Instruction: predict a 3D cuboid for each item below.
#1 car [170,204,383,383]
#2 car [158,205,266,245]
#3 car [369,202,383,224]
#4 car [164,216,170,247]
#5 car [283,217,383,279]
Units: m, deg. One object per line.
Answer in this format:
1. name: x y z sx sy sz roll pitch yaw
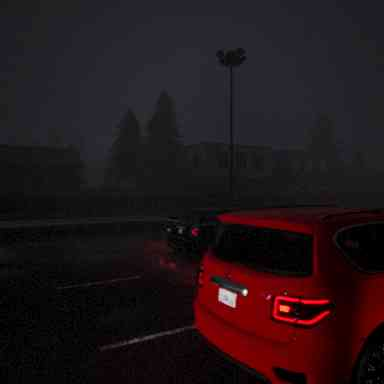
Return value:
1. car: 2.682 1.223 4.963 5.566 2.045 2.150 0 0 -31
2. car: 1.039 1.491 16.186 4.902 1.511 2.128 0 0 -30
3. car: 15.487 1.506 24.714 4.892 1.490 1.837 -1 0 -31
4. car: 1.442 1.351 12.360 4.553 1.767 2.097 0 0 -31
5. car: 5.318 1.601 10.585 4.718 1.301 1.895 0 0 -31
